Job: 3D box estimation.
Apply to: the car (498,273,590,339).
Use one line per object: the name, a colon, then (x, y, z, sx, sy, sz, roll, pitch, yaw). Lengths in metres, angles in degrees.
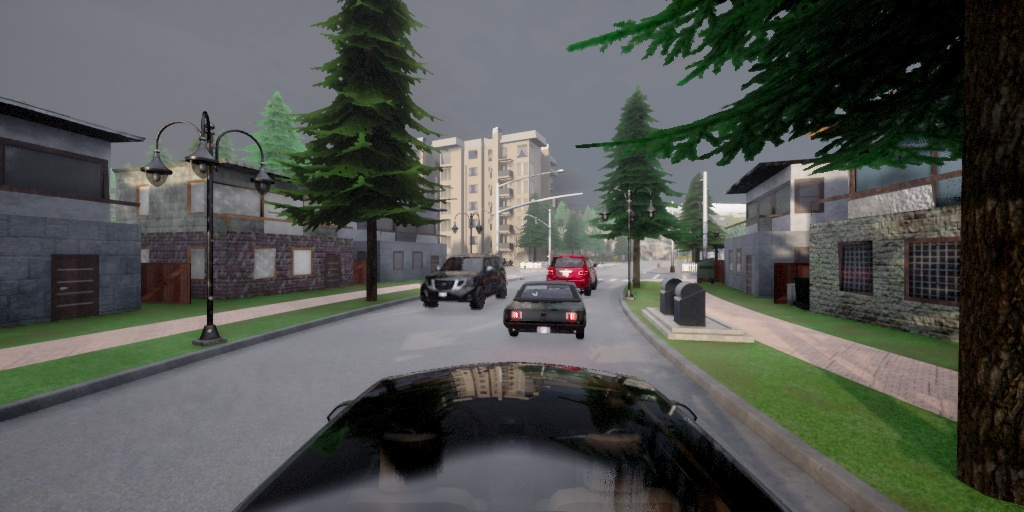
car: (1.073, 1.351, 10.135, 1.895, 1.301, 4.718, 0, 0, 9)

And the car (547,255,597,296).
car: (3.369, 0.971, 19.631, 2.150, 2.045, 5.566, 0, 0, 18)

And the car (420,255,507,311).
car: (-1.754, 0.971, 15.071, 2.150, 2.045, 5.566, 0, 0, 14)
